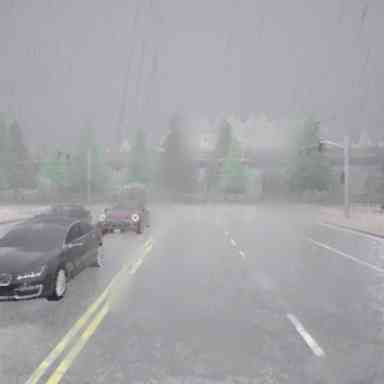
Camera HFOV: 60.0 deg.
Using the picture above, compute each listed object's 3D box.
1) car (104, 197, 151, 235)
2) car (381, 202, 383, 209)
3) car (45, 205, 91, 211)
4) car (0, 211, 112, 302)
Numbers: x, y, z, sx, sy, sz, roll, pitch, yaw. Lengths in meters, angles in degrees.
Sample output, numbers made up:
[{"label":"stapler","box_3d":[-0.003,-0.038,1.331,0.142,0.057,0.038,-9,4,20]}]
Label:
[{"label":"car","box_3d":[-3.504,1.210,17.829,2.097,1.767,4.553,0,1,0]},{"label":"car","box_3d":[20.742,1.248,31.142,5.357,1.411,2.033,0,0,2]},{"label":"car","box_3d":[-7.001,1.404,18.141,2.033,1.411,5.357,0,0,0]},{"label":"car","box_3d":[-3.585,1.440,8.290,1.837,1.490,4.892,0,0,0]}]
